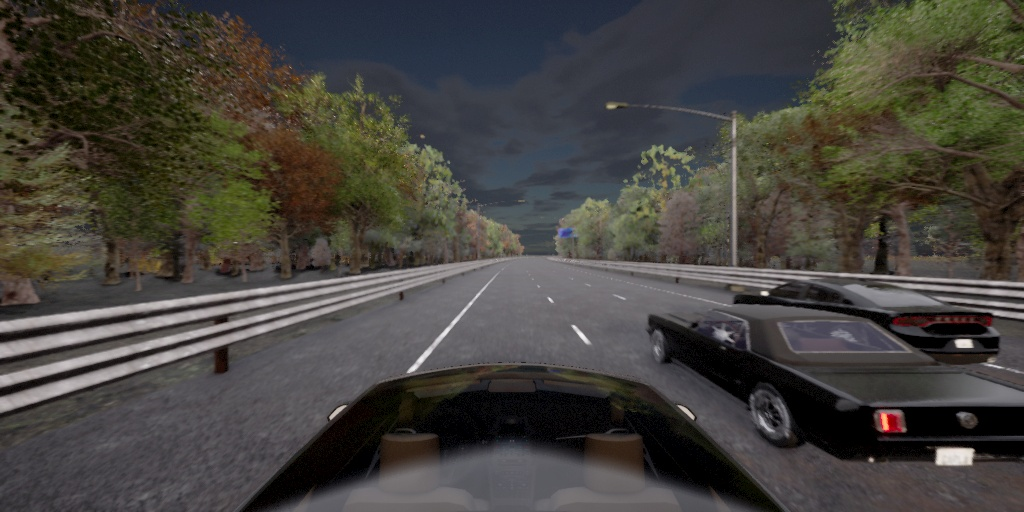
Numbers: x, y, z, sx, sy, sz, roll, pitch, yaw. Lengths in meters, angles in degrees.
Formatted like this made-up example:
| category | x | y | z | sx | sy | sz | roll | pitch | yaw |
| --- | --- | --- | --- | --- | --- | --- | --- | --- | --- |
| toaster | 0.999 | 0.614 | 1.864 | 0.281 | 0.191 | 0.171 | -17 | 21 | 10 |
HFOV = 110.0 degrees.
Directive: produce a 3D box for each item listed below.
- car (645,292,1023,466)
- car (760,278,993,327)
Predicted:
| category | x | y | z | sx | sy | sz | roll | pitch | yaw |
| --- | --- | --- | --- | --- | --- | --- | --- | --- | --- |
| car | 3.603 | 1.353 | 5.136 | 1.895 | 1.301 | 4.718 | 0 | 0 | 0 |
| car | 7.104 | 1.232 | 8.109 | 1.882 | 1.535 | 5.008 | 0 | 0 | 0 |
